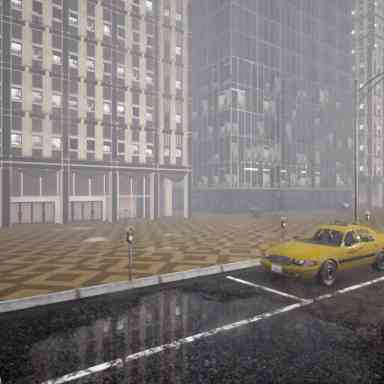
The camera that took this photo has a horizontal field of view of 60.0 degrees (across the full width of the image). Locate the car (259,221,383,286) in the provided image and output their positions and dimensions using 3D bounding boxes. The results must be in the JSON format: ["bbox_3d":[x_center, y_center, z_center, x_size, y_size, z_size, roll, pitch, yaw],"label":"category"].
[{"bbox_3d":[3.995,1.529,9.428,4.829,1.417,1.752,0,0,-36],"label":"car"}]
